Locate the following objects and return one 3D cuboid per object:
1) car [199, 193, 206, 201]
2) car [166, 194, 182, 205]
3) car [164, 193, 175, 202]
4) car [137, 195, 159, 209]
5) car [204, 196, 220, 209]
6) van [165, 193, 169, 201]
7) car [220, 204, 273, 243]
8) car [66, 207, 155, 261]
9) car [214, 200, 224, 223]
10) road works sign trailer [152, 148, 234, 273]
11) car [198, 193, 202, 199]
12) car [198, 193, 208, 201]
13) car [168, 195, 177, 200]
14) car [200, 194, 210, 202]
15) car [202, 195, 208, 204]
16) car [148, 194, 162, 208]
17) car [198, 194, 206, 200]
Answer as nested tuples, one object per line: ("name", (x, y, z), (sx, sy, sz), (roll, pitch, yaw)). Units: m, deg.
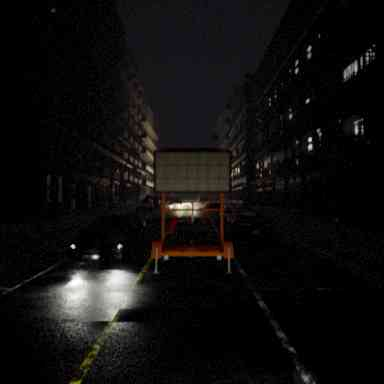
("car", (2.713, 1.423, 60.061), (1.887, 1.381, 4.507), (1, 0, 0))
("car", (-2.714, 1.445, 54.426), (1.994, 1.385, 4.181), (0, 0, 0))
("car", (-5.126, 1.193, 76.730), (2.192, 1.841, 5.009), (1, 0, 0))
("car", (-5.214, 1.429, 37.847), (1.752, 1.417, 4.829), (2, 0, 0))
("car", (2.666, 1.448, 37.937), (1.887, 1.381, 4.507), (1, 0, 0))
("van", (-5.173, 1.222, 54.607), (1.690, 1.788, 3.998), (2, 0, 0))
("car", (2.619, 1.495, 15.815), (1.887, 1.381, 4.507), (1, 0, 0))
("car", (-2.821, 1.506, 12.350), (2.033, 1.411, 5.357), (0, 0, 0))
("car", (2.631, 1.460, 21.517), (1.752, 1.417, 4.829), (1, 0, 0))
("road works sign trailer", (0.019, 0.429, 10.484), (2.380, 3.560, 2.880), (0, 0, 0))
("car", (2.725, 1.422, 65.591), (1.887, 1.381, 4.507), (1, 0, 0))
("car", (2.731, 1.195, 82.184), (2.192, 1.841, 5.009), (1, 0, 0))
("car", (-5.109, 1.450, 87.792), (1.947, 1.339, 4.313), (1, 0, 0))
("car", (2.746, 1.317, 71.123), (1.967, 1.590, 4.097), (1, 0, 0))
("car", (2.677, 1.445, 43.469), (2.008, 1.369, 4.403), (1, 0, 0))
("car", (-5.196, 1.209, 43.549), (2.192, 1.841, 5.009), (2, 0, 0))
("car", (2.751, 1.331, 93.248), (1.967, 1.590, 4.097), (1, 0, 0))
